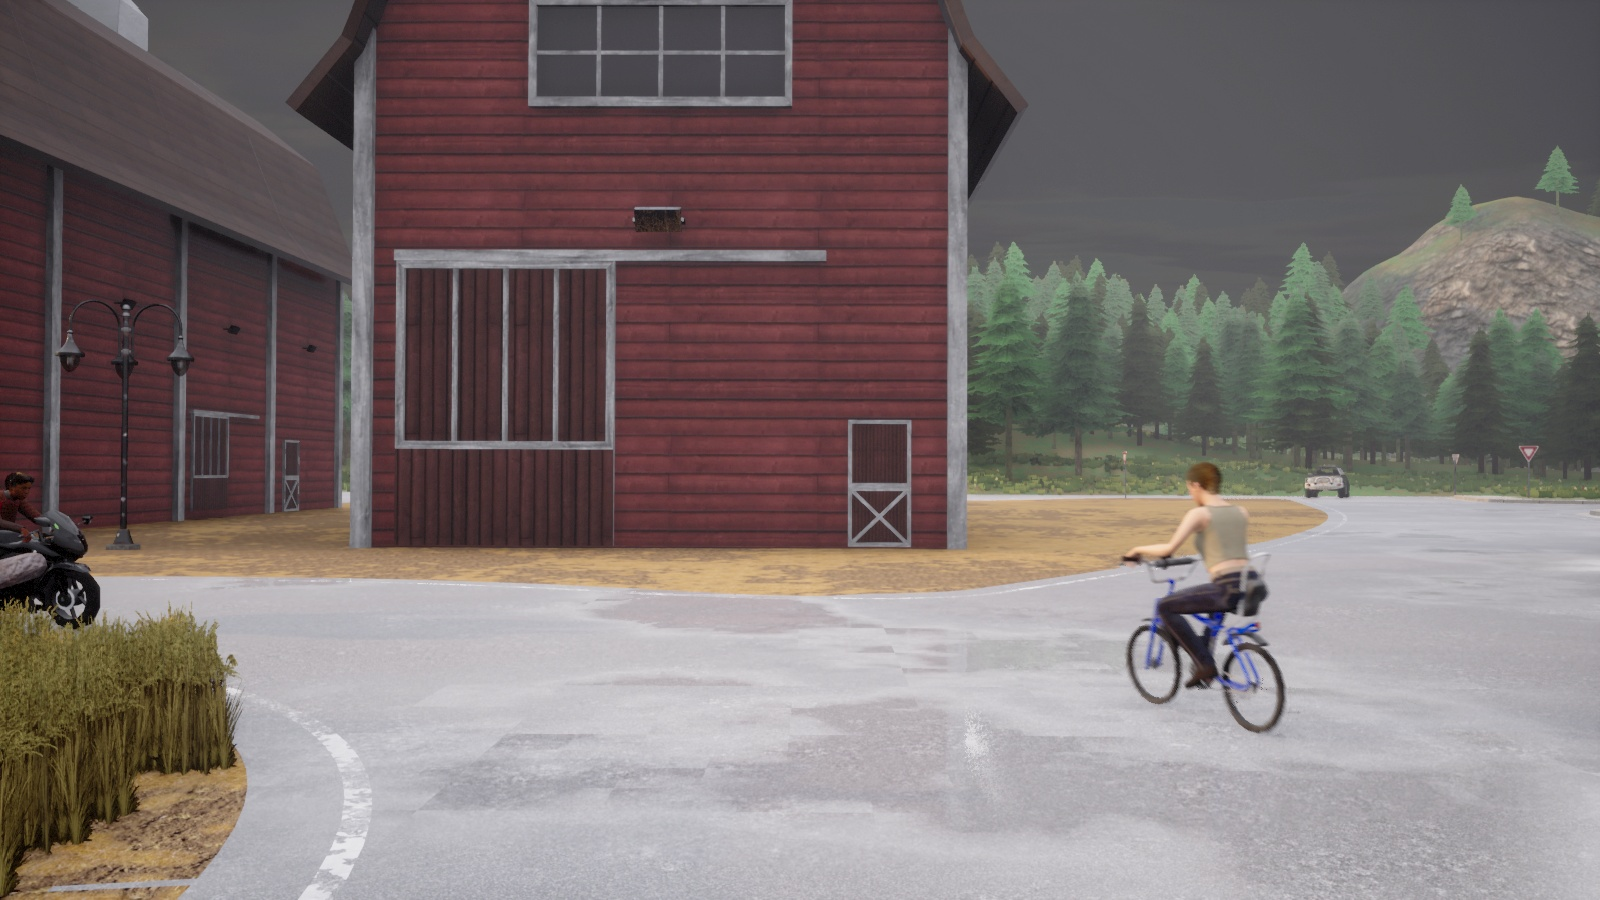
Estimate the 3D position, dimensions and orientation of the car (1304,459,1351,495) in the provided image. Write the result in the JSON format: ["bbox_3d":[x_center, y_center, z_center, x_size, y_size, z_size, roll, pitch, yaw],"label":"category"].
[{"bbox_3d":[28.927,1.476,68.794,1.932,1.855,4.605,-2,-2,27],"label":"car"}]

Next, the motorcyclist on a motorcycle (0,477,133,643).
[{"bbox_3d":[-7.631,1.030,12.093,2.044,1.523,0.797,0,-1,7],"label":"motorcyclist on a motorcycle"}]

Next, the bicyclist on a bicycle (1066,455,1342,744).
[{"bbox_3d":[2.503,0.862,7.968,0.866,1.612,1.509,-2,-1,-21],"label":"bicyclist on a bicycle"}]
